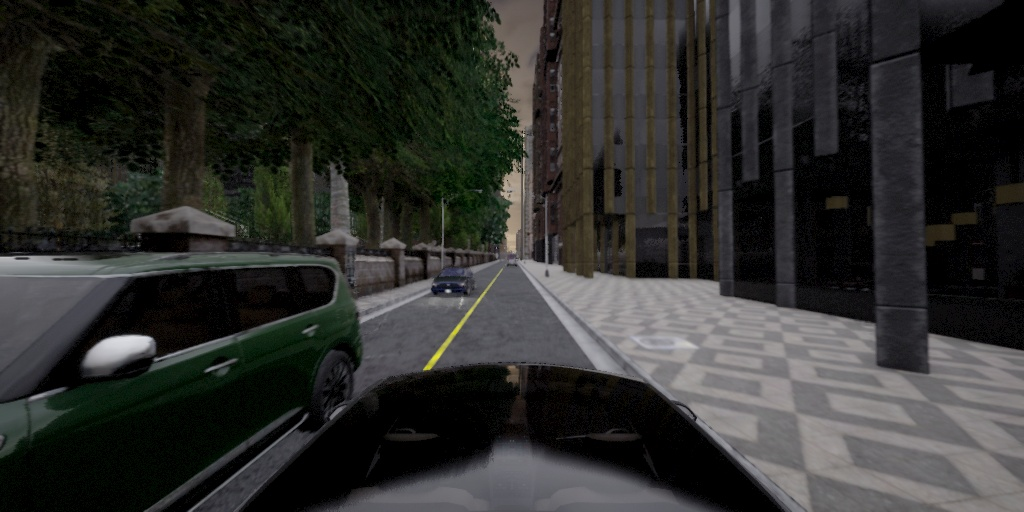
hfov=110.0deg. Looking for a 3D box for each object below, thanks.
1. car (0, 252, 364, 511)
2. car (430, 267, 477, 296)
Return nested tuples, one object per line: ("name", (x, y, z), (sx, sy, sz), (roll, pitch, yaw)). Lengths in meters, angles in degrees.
("car", (-3.084, 0.975, 2.636), (2.150, 2.045, 5.566), (0, 0, 0))
("car", (-3.052, 1.305, 19.849), (2.033, 1.411, 5.357), (0, 0, 0))
